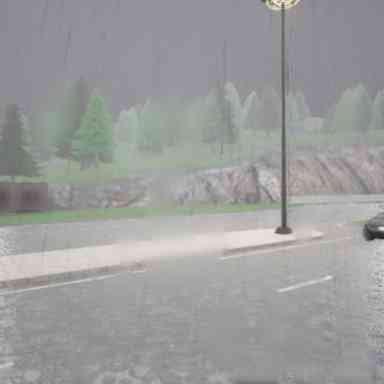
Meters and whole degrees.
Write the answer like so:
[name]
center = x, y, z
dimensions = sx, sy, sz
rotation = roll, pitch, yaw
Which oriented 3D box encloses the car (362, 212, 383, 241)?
[car]
center = 9.420, 1.454, 14.723
dimensions = 4.181, 1.385, 1.994
rotation = 0, 0, -35
